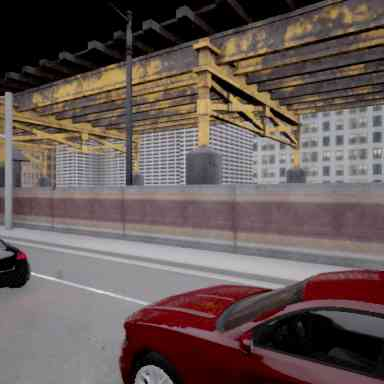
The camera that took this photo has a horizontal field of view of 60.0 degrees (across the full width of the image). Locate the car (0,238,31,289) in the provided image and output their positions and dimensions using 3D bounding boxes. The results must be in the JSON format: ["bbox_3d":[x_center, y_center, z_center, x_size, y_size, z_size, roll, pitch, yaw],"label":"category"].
[{"bbox_3d":[-5.765,1.564,8.027,4.181,1.385,1.994,0,0,36],"label":"car"}]

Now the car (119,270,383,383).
[{"bbox_3d":[1.514,1.478,2.910,5.008,1.535,1.882,0,0,35],"label":"car"}]
